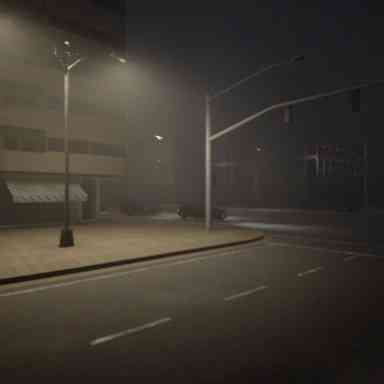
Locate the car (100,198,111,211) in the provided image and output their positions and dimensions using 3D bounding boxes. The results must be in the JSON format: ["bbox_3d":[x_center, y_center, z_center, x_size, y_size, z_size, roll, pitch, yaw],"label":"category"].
[{"bbox_3d":[-12.926,1.744,42.630,2.033,1.411,5.357,0,0,-43],"label":"car"}]

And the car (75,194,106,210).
[{"bbox_3d":[-15.414,1.433,50.353,2.150,2.045,5.566,0,1,-44],"label":"car"}]

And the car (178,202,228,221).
[{"bbox_3d":[0.831,1.628,28.107,2.128,1.511,4.902,0,0,-43],"label":"car"}]

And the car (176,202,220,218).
[{"bbox_3d":[0.552,1.716,33.506,1.994,1.385,4.181,0,0,-44],"label":"car"}]

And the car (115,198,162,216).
[{"bbox_3d":[-5.692,1.642,35.002,1.882,1.535,5.008,0,0,-44],"label":"car"}]

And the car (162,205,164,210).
[{"bbox_3d":[-5.517,1.779,39.903,1.895,1.301,4.718,0,0,-43],"label":"car"}]

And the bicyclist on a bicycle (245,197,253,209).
[{"bbox_3d":[7.506,1.473,43.587,1.656,1.620,0.582,0,0,-44],"label":"bicyclist on a bicycle"}]

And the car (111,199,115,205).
[{"bbox_3d":[-15.589,1.729,55.817,2.128,1.511,4.902,0,0,-43],"label":"car"}]
